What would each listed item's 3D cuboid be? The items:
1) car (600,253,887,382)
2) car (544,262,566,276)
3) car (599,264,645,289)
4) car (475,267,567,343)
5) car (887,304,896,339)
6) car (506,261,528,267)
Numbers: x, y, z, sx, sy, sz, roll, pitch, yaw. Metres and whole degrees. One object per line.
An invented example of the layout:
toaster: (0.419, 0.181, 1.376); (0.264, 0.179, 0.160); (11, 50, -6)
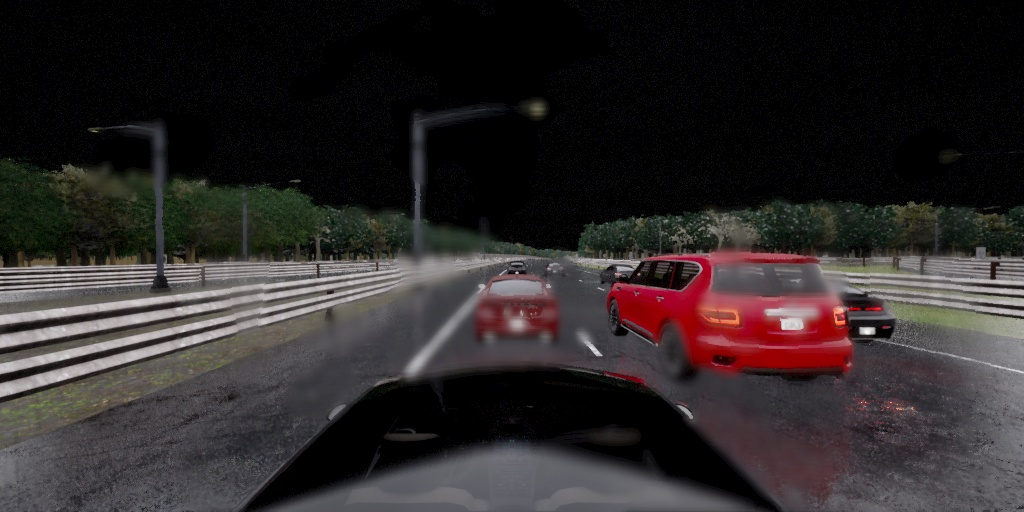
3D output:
car: (3.608, 0.971, 7.282); (2.150, 2.045, 5.566); (0, 0, 0)
car: (3.993, 1.279, 33.897); (1.812, 1.442, 4.674); (0, 0, 2)
car: (7.231, 1.277, 24.102); (1.812, 1.442, 4.674); (0, 0, 1)
car: (0.120, 1.227, 9.720); (1.882, 1.535, 5.008); (0, 0, 0)
car: (7.119, 1.254, 9.591); (1.837, 1.490, 4.892); (0, 0, 0)
car: (0.515, 1.257, 34.688); (1.837, 1.490, 4.892); (0, 0, 1)
